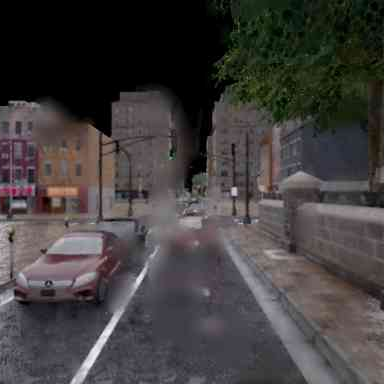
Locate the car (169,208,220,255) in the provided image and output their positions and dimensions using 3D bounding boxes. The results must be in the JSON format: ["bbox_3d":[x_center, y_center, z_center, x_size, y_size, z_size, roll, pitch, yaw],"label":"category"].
[{"bbox_3d":[0.102,1.598,13.458,1.812,1.442,4.674,0,0,0],"label":"car"}]

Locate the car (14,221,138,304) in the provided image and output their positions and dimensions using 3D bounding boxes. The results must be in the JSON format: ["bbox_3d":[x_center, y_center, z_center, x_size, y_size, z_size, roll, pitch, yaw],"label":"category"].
[{"bbox_3d":[-2.639,1.626,8.190,1.802,1.307,4.206,0,0,0],"label":"car"}]

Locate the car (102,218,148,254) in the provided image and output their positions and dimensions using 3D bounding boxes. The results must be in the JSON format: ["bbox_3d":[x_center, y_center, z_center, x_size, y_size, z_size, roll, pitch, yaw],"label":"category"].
[{"bbox_3d":[-2.639,1.629,11.852,1.947,1.339,4.313,0,0,0],"label":"car"}]

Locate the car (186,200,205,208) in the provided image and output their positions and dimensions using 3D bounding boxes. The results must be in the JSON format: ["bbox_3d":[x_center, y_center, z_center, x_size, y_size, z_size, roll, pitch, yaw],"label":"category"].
[{"bbox_3d":[0.367,1.729,32.751,1.994,1.385,4.181,0,0,0],"label":"car"}]

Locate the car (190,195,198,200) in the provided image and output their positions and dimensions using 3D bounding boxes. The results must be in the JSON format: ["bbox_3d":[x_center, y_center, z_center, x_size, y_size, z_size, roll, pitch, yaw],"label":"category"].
[{"bbox_3d":[0.280,1.853,64.065,1.812,1.442,4.674,0,0,0],"label":"car"}]
